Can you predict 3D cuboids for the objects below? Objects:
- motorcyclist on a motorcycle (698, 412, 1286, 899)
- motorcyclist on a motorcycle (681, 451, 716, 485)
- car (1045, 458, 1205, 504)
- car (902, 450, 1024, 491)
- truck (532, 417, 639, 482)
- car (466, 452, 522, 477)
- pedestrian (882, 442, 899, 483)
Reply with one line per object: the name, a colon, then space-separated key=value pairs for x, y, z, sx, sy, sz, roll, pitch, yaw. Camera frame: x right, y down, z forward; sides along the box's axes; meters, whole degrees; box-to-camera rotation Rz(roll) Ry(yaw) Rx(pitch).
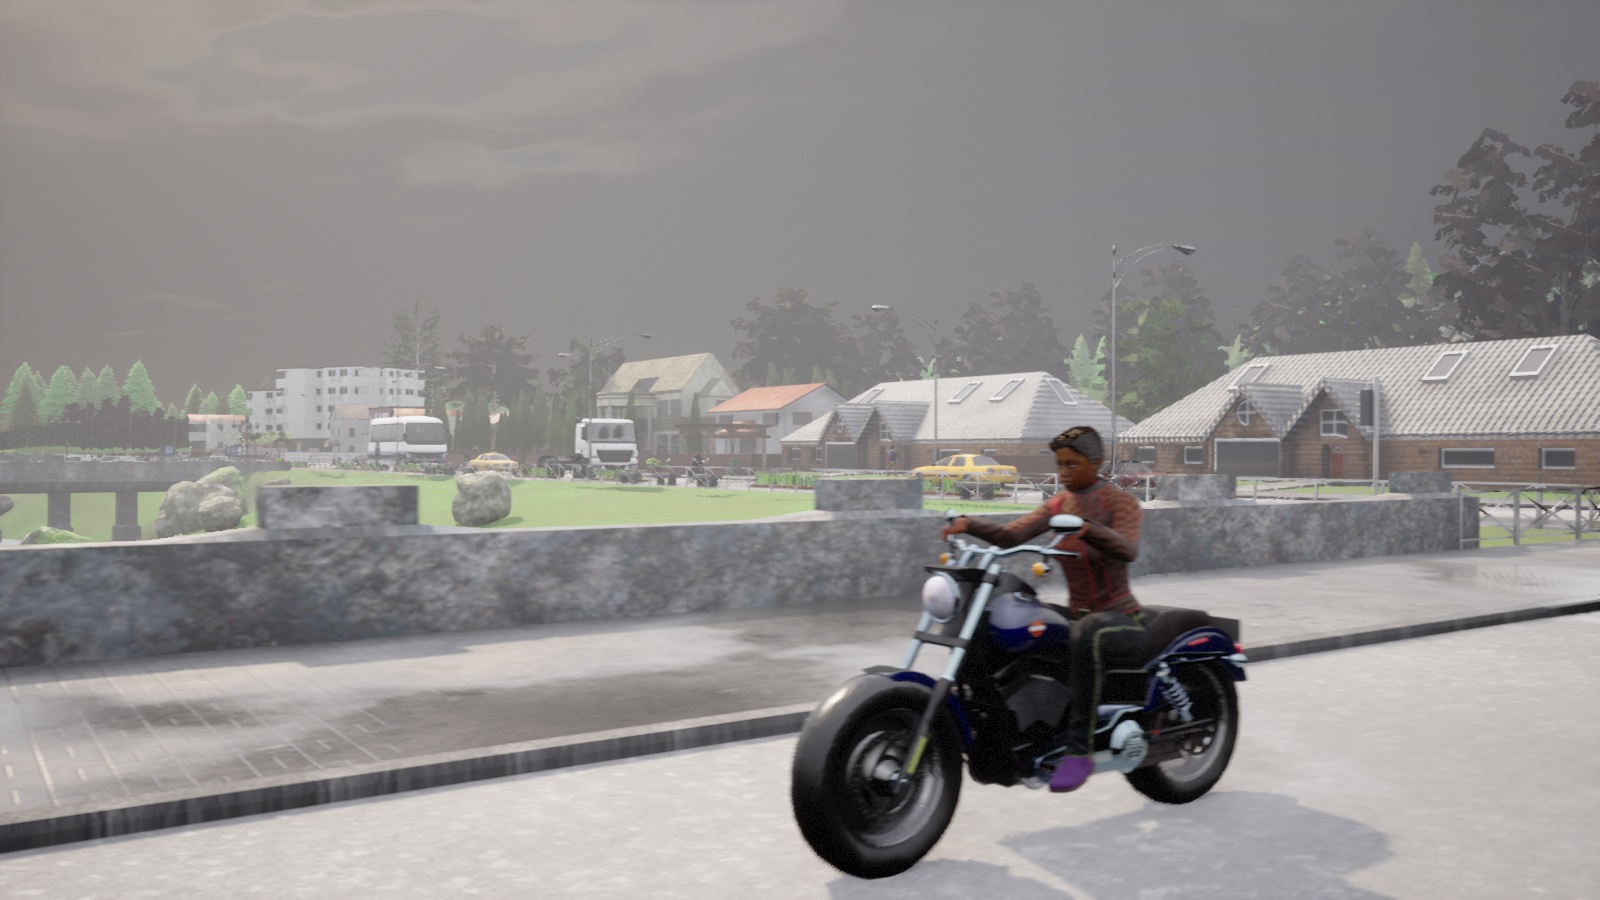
motorcyclist on a motorcycle: x=0.823 y=0.705 z=4.839 sx=2.350 sy=1.649 sz=0.766 roll=0 pitch=0 yaw=-35
motorcyclist on a motorcycle: x=-4.918 y=0.857 z=60.588 sx=0.866 sy=1.590 sz=1.817 roll=0 pitch=0 yaw=-35
car: x=10.035 y=0.920 z=39.103 sx=1.895 sy=1.301 sz=4.718 roll=0 pitch=0 yaw=-35
car: x=6.553 y=0.795 z=51.108 sx=1.801 sy=1.575 sz=5.366 roll=0 pitch=0 yaw=-35
truck: x=-12.239 y=-0.037 z=71.098 sx=2.891 sy=3.462 sz=7.936 roll=0 pitch=0 yaw=-35
car: x=-20.136 y=0.928 z=82.451 sx=1.801 sy=1.575 sz=5.366 roll=0 pitch=0 yaw=-35
pedestrian: x=4.338 y=0.593 z=60.256 sx=0.423 sy=1.949 sz=0.788 roll=0 pitch=0 yaw=-30
